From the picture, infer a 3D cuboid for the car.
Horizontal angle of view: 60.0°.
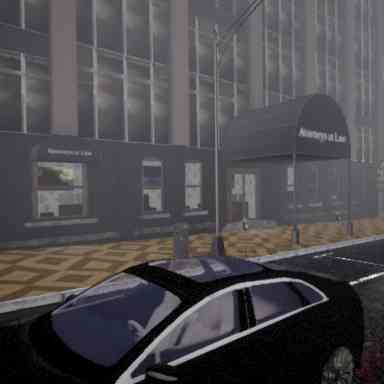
[{"bbox_3d":[-0.152,1.492,3.281,4.902,1.511,2.128,0,0,-37],"label":"car"}]
